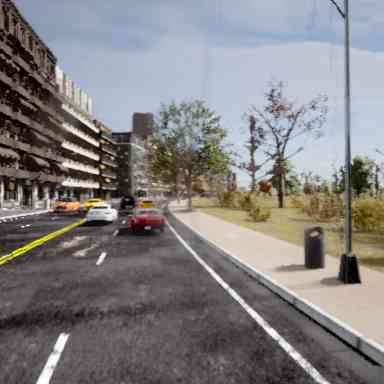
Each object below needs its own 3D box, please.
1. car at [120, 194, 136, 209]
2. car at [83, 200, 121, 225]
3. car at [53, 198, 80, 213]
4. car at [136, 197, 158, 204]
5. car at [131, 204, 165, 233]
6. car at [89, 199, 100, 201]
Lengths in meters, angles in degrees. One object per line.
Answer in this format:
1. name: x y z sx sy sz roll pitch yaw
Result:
1. car: -9.214 1.373 49.007 2.150 2.045 5.566 0 0 -4
2. car: -6.646 1.593 24.880 1.812 1.442 4.674 0 0 -8
3. car: -15.111 1.508 40.262 2.097 1.767 4.553 0 0 -5
4. car: -4.891 1.571 37.221 1.882 1.535 5.008 0 0 -6
5. car: -2.663 1.639 19.958 1.895 1.301 4.718 0 0 -8
6. car: -11.895 1.618 40.734 1.882 1.535 5.008 0 0 -5
